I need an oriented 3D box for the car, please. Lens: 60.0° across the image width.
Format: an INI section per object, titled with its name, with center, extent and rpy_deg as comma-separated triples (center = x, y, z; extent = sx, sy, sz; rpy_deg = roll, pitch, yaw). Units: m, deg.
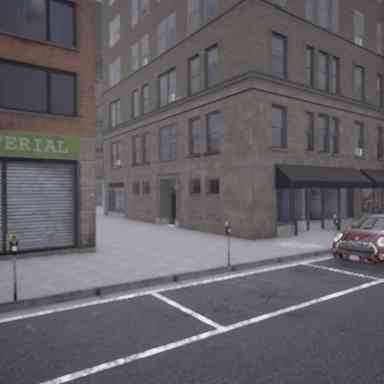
[car]
center = 6.596, 1.502, 11.368
extent = 4.097, 1.590, 1.967
rpy_deg = 0, -1, -35
